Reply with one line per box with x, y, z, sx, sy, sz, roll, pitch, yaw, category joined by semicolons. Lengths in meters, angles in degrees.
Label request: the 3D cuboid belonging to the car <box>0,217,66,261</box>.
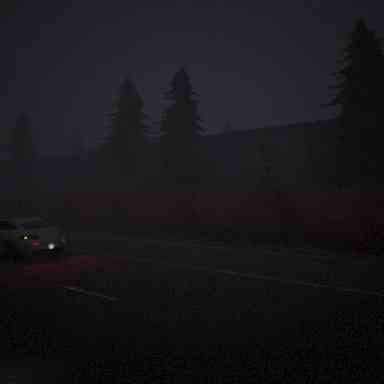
-6.838;1.708;13.113;4.674;1.442;1.812;-1;0;36;car
